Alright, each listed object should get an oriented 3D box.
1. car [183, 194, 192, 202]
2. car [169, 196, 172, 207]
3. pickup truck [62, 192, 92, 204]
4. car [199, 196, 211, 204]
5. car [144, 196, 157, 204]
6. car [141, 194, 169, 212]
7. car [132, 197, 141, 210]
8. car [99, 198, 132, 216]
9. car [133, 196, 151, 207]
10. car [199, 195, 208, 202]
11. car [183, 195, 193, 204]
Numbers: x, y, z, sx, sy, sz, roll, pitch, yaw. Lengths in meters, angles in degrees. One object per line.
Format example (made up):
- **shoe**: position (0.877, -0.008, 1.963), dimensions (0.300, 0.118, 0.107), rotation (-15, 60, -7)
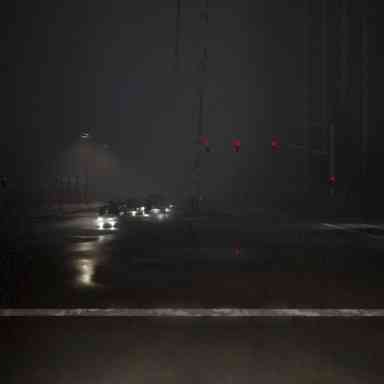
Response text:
- **car**: position (-0.964, 1.355, 75.368), dimensions (2.097, 1.767, 4.553), rotation (0, 0, -1)
- **car**: position (-4.285, 1.601, 48.390), dimensions (1.895, 1.301, 4.718), rotation (0, 0, -1)
- **pickup truck**: position (-20.932, 1.059, 59.956), dimensions (2.390, 2.098, 6.274), rotation (0, 0, 30)
- **car**: position (2.742, 1.491, 64.740), dimensions (2.128, 1.511, 4.902), rotation (0, 0, -1)
- **car**: position (-7.887, 1.478, 63.594), dimensions (1.882, 1.535, 5.008), rotation (0, 0, 0)
- **car**: position (-4.190, 1.221, 38.443), dimensions (2.150, 2.045, 5.566), rotation (0, 0, -1)
- **car**: position (-7.729, 1.478, 42.111), dimensions (1.882, 1.535, 5.008), rotation (0, 0, -1)
- **car**: position (-7.707, 1.491, 32.809), dimensions (2.128, 1.511, 4.902), rotation (0, 0, 2)
- **car**: position (-7.828, 1.491, 52.495), dimensions (2.128, 1.511, 4.902), rotation (0, 0, -1)
- **car**: position (2.538, 1.524, 75.124), dimensions (1.812, 1.442, 4.674), rotation (0, 0, -1)
- **car**: position (-0.745, 1.601, 63.358), dimensions (1.895, 1.301, 4.718), rotation (0, 0, 0)
